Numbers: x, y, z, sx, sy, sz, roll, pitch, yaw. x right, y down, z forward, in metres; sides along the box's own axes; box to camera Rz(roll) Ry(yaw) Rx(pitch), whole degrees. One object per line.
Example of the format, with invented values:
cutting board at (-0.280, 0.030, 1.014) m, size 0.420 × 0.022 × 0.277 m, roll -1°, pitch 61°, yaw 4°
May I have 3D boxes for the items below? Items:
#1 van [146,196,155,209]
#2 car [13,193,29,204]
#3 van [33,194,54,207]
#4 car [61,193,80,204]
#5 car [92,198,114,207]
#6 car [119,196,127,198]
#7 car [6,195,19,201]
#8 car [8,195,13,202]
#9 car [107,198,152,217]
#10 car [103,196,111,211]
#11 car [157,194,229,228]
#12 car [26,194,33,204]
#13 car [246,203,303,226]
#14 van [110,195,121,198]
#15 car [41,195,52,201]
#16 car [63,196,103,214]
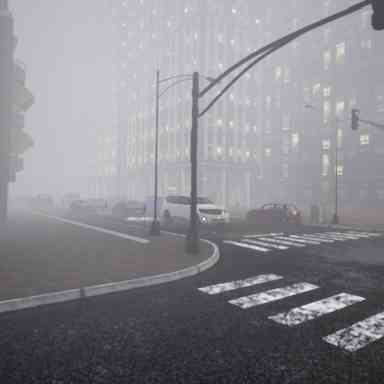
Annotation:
van at (-4.008, 1.377, 37.772) m, size 1.690 × 1.788 × 3.998 m, roll 1°, pitch -1°, yaw -35°
car at (-30.448, 1.152, 60.570) m, size 2.192 × 1.841 × 5.009 m, roll 1°, pitch -1°, yaw -35°
van at (-20.645, 1.194, 46.748) m, size 1.690 × 1.788 × 3.998 m, roll 1°, pitch -1°, yaw -35°
car at (-20.454, 1.177, 56.317) m, size 2.150 × 2.045 × 5.566 m, roll 1°, pitch -1°, yaw -35°
car at (-13.815, 1.581, 51.592) m, size 1.947 × 1.339 × 4.313 m, roll 1°, pitch -1°, yaw -35°
car at (-7.279, 1.579, 42.377) m, size 2.008 × 1.369 × 4.403 m, roll 1°, pitch -1°, yaw -35°
car at (-40.254, 1.375, 74.391) m, size 2.008 × 1.369 × 4.403 m, roll 1°, pitch -1°, yaw -35°
car at (-36.987, 1.394, 69.783) m, size 1.947 × 1.339 × 4.313 m, roll 1°, pitch -1°, yaw -35°
car at (-5.771, 1.495, 30.252) m, size 1.994 × 1.385 × 4.181 m, roll 1°, pitch -1°, yaw -35°
car at (-11.650, 1.465, 38.546) m, size 2.033 × 1.411 × 5.357 m, roll 1°, pitch -1°, yaw -35°
car at (0.012, 1.166, 22.098) m, size 2.150 × 2.045 × 5.566 m, roll 1°, pitch -1°, yaw -35°
car at (-23.917, 1.429, 51.353) m, size 1.802 × 1.307 × 4.206 m, roll 1°, pitch -1°, yaw -35°
car at (5.794, 1.500, 23.948) m, size 1.967 × 1.590 × 4.097 m, roll 1°, pitch -1°, yaw -35°
van at (-10.543, 1.363, 46.987) m, size 1.690 × 1.788 × 3.998 m, roll 1°, pitch -1°, yaw -35°
car at (-36.688, 1.565, 83.844) m, size 1.802 × 1.307 × 4.206 m, roll 1°, pitch -1°, yaw -35°
car at (-10.846, 1.424, 32.923) m, size 2.008 × 1.369 × 4.403 m, roll 1°, pitch -1°, yaw -35°
